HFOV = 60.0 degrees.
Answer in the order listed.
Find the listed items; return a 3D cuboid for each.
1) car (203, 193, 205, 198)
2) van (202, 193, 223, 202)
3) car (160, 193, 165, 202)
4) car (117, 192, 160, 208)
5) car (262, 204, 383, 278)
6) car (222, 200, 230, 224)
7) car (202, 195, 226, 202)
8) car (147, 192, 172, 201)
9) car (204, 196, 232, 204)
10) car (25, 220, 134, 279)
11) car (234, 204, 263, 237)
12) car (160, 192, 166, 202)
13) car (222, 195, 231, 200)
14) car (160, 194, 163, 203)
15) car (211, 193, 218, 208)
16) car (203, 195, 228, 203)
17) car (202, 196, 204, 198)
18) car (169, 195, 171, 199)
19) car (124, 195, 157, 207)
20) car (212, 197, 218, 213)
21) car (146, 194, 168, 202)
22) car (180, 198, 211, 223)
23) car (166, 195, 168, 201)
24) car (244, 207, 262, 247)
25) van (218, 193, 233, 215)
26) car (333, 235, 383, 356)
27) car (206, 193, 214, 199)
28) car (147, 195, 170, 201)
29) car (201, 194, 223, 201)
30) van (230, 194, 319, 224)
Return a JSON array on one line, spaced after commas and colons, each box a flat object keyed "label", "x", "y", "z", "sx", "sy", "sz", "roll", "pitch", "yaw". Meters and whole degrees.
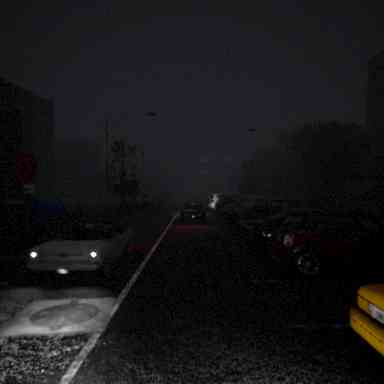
[{"label": "car", "x": 4.603, "y": 1.164, "z": 57.081, "sx": 5.566, "sy": 2.045, "sz": 2.435, "roll": 0, "pitch": 0, "yaw": 0}, {"label": "van", "x": 4.510, "y": 1.164, "z": 73.840, "sx": 4.442, "sy": 1.987, "sz": 1.878, "roll": 0, "pitch": 1, "yaw": 0}, {"label": "car", "x": -7.728, "y": 1.443, "z": 58.706, "sx": 4.792, "sy": 1.488, "sz": 2.163, "roll": 0, "pitch": 0, "yaw": 0}, {"label": "car", "x": -7.724, "y": 1.175, "z": 46.953, "sx": 5.566, "sy": 2.045, "sz": 2.435, "roll": 0, "pitch": 0, "yaw": 0}, {"label": "car", "x": 4.614, "y": 1.343, "z": 9.591, "sx": 4.553, "sy": 1.767, "sz": 2.185, "roll": 0, "pitch": 0, "yaw": 0}, {"label": "car", "x": 4.638, "y": 1.456, "z": 20.889, "sx": 5.008, "sy": 1.535, "sz": 2.097, "roll": 0, "pitch": 0, "yaw": 0}, {"label": "car", "x": 4.633, "y": 1.400, "z": 71.047, "sx": 4.892, "sy": 1.521, "sz": 2.231, "roll": 0, "pitch": 0, "yaw": 0}, {"label": "car", "x": -7.677, "y": 1.064, "z": 79.173, "sx": 5.566, "sy": 2.045, "sz": 2.435, "roll": 0, "pitch": 1, "yaw": 0}, {"label": "car", "x": 4.625, "y": 1.412, "z": 59.876, "sx": 5.008, "sy": 1.535, "sz": 2.097, "roll": 0, "pitch": 0, "yaw": 0}, {"label": "car", "x": -3.102, "y": 1.589, "z": 10.180, "sx": 1.895, "sy": 1.301, "sz": 4.718, "roll": 0, "pitch": 0, "yaw": 0}, {"label": "car", "x": 4.651, "y": 1.464, "z": 15.177, "sx": 4.892, "sy": 1.521, "sz": 2.231, "roll": 0, "pitch": 0, "yaw": 0}, {"label": "car", "x": -7.731, "y": 1.285, "z": 61.644, "sx": 4.553, "sy": 1.767, "sz": 2.185, "roll": 0, "pitch": 0, "yaw": 0}, {"label": "car", "x": 4.672, "y": 1.327, "z": 23.559, "sx": 4.553, "sy": 1.767, "sz": 2.185, "roll": 0, "pitch": 0, "yaw": 0}, {"label": "car", "x": -7.695, "y": 1.457, "z": 55.767, "sx": 4.674, "sy": 1.452, "sz": 2.002, "roll": 0, "pitch": 0, "yaw": 0}, {"label": "car", "x": 4.607, "y": 1.315, "z": 34.732, "sx": 4.553, "sy": 1.767, "sz": 2.185, "roll": 0, "pitch": 0, "yaw": 0}, {"label": "car", "x": 4.623, "y": 1.406, "z": 65.587, "sx": 4.892, "sy": 1.521, "sz": 2.231, "roll": 0, "pitch": 0, "yaw": 0}, {"label": "car", "x": 0.086, "y": 1.498, "z": 43.125, "sx": 2.033, "sy": 1.411, "sz": 5.357, "roll": 0, "pitch": 0, "yaw": 0}, {"label": "car", "x": -7.518, "y": 1.397, "z": 70.460, "sx": 5.366, "sy": 1.575, "sz": 1.946, "roll": 0, "pitch": 0, "yaw": 0}, {"label": "car", "x": -7.665, "y": 1.298, "z": 49.766, "sx": 4.553, "sy": 1.767, "sz": 2.185, "roll": 0, "pitch": 0, "yaw": 0}, {"label": "car", "x": 4.668, "y": 1.473, "z": 31.941, "sx": 4.792, "sy": 1.488, "sz": 2.163, "roll": 0, "pitch": 0, "yaw": 0}, {"label": "car", "x": -7.673, "y": 1.267, "z": 73.401, "sx": 4.553, "sy": 1.767, "sz": 2.185, "roll": 0, "pitch": 0, "yaw": 0}, {"label": "car", "x": 0.091, "y": 1.464, "z": 25.219, "sx": 2.128, "sy": 1.511, "sz": 4.902, "roll": 0, "pitch": 0, "yaw": 0}, {"label": "car", "x": -7.707, "y": 1.408, "z": 64.457, "sx": 4.892, "sy": 1.521, "sz": 2.231, "roll": 0, "pitch": 0, "yaw": 0}, {"label": "car", "x": 4.639, "y": 1.467, "z": 12.383, "sx": 4.892, "sy": 1.521, "sz": 2.231, "roll": 0, "pitch": 0, "yaw": 0}, {"label": "van", "x": 4.757, "y": 1.221, "z": 29.145, "sx": 4.442, "sy": 1.987, "sz": 1.878, "roll": 0, "pitch": 0, "yaw": 0}, {"label": "car", "x": 4.833, "y": 1.472, "z": 4.003, "sx": 5.366, "sy": 1.575, "sz": 1.946, "roll": 0, "pitch": 0, "yaw": 0}, {"label": "car", "x": 4.665, "y": 1.186, "z": 37.527, "sx": 5.566, "sy": 2.045, "sz": 2.435, "roll": 0, "pitch": 0, "yaw": 0}, {"label": "car", "x": -7.710, "y": 1.366, "z": 76.232, "sx": 5.008, "sy": 1.535, "sz": 2.097, "roll": 0, "pitch": 1, "yaw": 0}, {"label": "car", "x": 4.619, "y": 1.361, "z": 76.650, "sx": 4.892, "sy": 1.521, "sz": 2.231, "roll": 0, "pitch": 1, "yaw": 0}, {"label": "van", "x": 4.527, "y": 1.234, "z": 17.971, "sx": 4.442, "sy": 1.987, "sz": 1.878, "roll": 0, "pitch": 0, "yaw": 0}]
